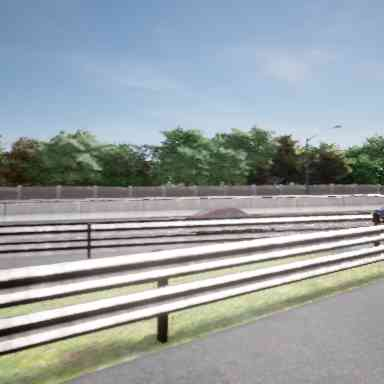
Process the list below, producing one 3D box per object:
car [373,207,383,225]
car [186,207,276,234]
[{"bbox_3d":[12.876,1.345,19.529,4.674,1.442,1.812,0,0,-15],"label":"car"},{"bbox_3d":[1.925,1.472,16.662,4.674,1.442,1.812,0,0,-15],"label":"car"}]
